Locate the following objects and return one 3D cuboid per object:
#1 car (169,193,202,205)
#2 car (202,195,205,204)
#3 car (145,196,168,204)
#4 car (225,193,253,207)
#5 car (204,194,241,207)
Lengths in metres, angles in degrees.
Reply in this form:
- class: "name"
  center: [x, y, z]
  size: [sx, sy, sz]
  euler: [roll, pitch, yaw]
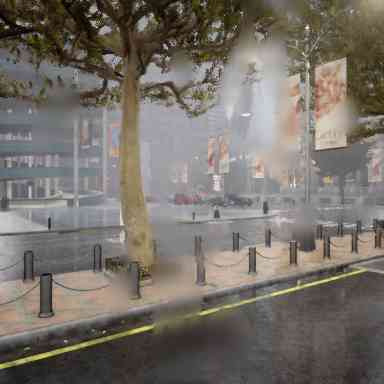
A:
- class: "car"
  center: [-1.166, 1.221, 58.722]
  size: [2.150, 2.045, 5.566]
  euler: [0, 0, -36]
- class: "car"
  center: [1.494, 1.352, 60.949]
  size: [2.097, 1.767, 4.553]
  euler: [0, 0, -37]
- class: "car"
  center: [-7.684, 1.505, 66.440]
  size: [4.892, 1.490, 1.837]
  euler: [0, 0, 43]
- class: "car"
  center: [7.194, 1.221, 53.084]
  size: [2.150, 2.045, 5.566]
  euler: [0, 0, -36]
- class: "car"
  center: [4.583, 1.492, 50.713]
  size: [2.128, 1.511, 4.902]
  euler: [0, 0, -35]
